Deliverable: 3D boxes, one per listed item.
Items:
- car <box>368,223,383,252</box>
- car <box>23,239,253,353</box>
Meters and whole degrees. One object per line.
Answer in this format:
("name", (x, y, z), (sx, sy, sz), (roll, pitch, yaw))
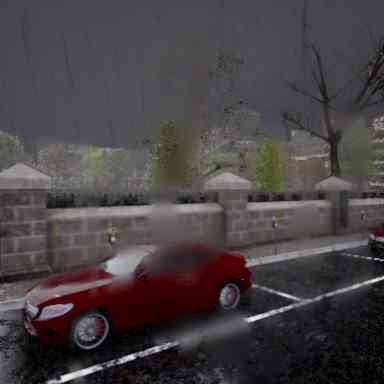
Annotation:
("car", (8.295, 1.552, 12.481), (4.206, 1.307, 1.802), (0, 0, -35))
("car", (-0.718, 1.576, 6.052), (4.206, 1.307, 1.802), (0, 0, -35))
